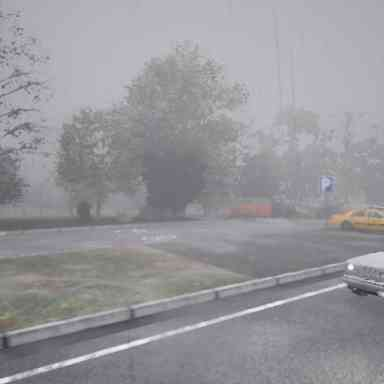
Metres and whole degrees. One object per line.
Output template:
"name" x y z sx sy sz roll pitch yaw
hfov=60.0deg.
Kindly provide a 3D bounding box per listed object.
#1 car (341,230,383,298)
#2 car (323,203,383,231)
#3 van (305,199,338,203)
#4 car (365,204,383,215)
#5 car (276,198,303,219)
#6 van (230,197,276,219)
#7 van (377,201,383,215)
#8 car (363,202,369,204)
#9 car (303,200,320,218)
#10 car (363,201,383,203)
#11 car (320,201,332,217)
"car" 5.465 1.668 7.582 4.718 1.301 1.895 1 0 -35
"car" 11.031 1.702 19.905 1.946 1.575 5.366 2 -1 -35
"van" 14.726 1.867 38.968 1.878 1.987 4.442 2 -1 -35
"car" 28.427 2.608 48.360 1.946 1.575 5.366 2 -1 -35
"car" 8.016 1.590 34.078 2.435 2.045 5.566 2 -1 -35
"van" 5.608 1.543 32.473 1.878 1.987 4.442 2 -1 -35
"van" 30.647 2.471 50.024 1.878 1.987 4.442 2 -1 -35
"car" 19.199 2.261 42.006 2.097 1.535 5.008 2 -1 -35
"car" 10.387 1.919 35.507 1.946 1.575 5.366 2 -1 -35
"car" 23.812 2.439 45.291 2.231 1.521 4.892 2 -1 -35
"car" 12.536 2.007 37.257 2.231 1.521 4.892 2 -1 -35
